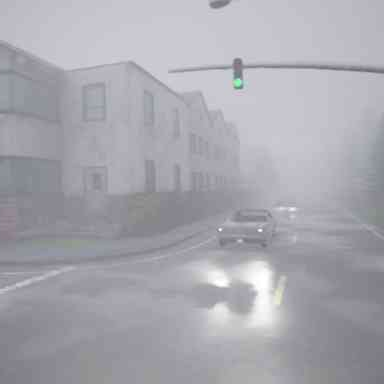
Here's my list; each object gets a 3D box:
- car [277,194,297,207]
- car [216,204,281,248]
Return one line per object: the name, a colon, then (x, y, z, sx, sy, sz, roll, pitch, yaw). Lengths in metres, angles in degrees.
car: (10.690, 0.923, 37.415, 1.994, 1.385, 4.181, -1, 1, 19)
car: (2.434, 1.414, 14.008, 1.895, 1.301, 4.718, -1, 1, 19)
